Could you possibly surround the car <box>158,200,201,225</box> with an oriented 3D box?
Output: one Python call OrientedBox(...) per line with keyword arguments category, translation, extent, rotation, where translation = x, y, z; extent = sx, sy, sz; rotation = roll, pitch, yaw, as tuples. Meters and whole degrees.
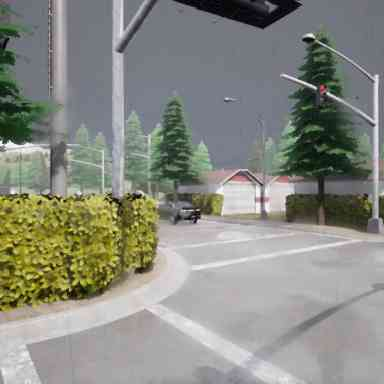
OrientedBox(category="car", translation=(-1.361, 1.320, 22.494), extent=(2.128, 1.511, 4.902), rotation=(0, 1, -36))
